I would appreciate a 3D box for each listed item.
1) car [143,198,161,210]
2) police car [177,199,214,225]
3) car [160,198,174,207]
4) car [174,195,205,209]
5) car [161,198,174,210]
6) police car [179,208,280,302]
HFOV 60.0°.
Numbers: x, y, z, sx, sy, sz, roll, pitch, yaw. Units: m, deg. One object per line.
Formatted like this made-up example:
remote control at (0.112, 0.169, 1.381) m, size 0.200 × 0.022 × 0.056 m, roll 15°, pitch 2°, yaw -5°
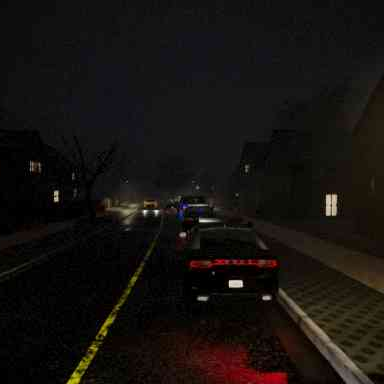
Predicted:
car at (-5.715, 1.638, 46.110) m, size 1.882 × 1.535 × 5.008 m, roll 0°, pitch 0°, yaw -7°
police car at (0.334, 1.445, 18.534) m, size 1.930 × 1.638 × 5.238 m, roll 0°, pitch 0°, yaw -3°
car at (-4.314, 1.783, 56.734) m, size 1.994 × 1.385 × 4.181 m, roll 0°, pitch 0°, yaw -9°
car at (-0.014, 1.264, 24.484) m, size 2.150 × 2.045 × 5.566 m, roll 0°, pitch 0°, yaw -4°
car at (-2.812, 1.742, 45.619) m, size 1.895 × 1.301 × 4.718 m, roll 0°, pitch 0°, yaw -7°
police car at (0.713, 1.426, 8.476) m, size 1.930 × 1.638 × 5.238 m, roll 0°, pitch 0°, yaw -1°
